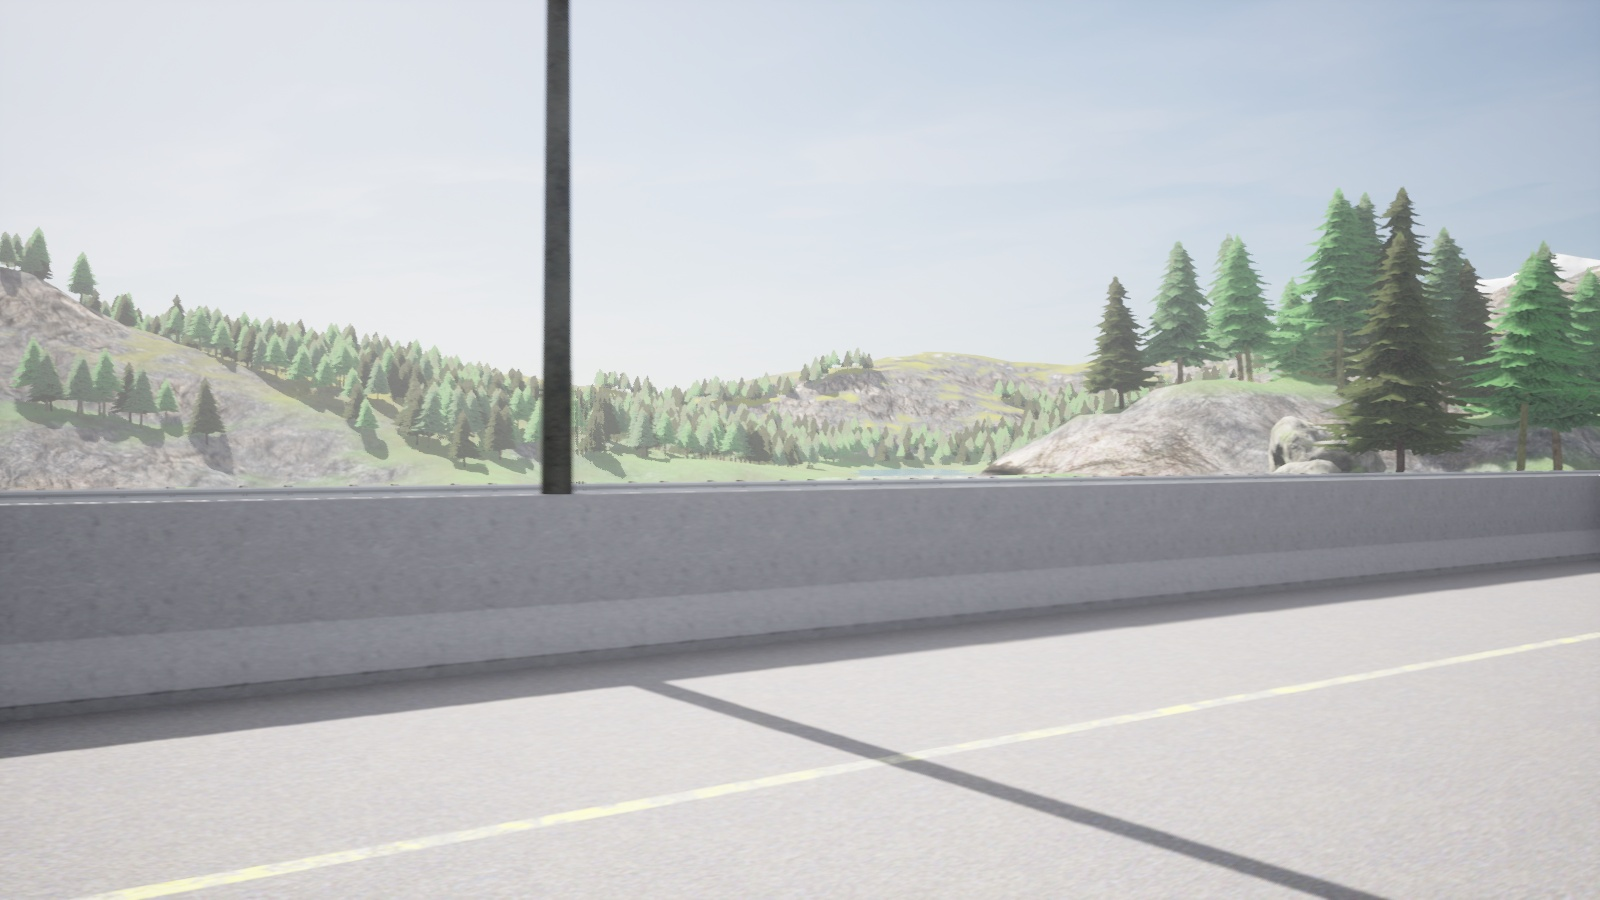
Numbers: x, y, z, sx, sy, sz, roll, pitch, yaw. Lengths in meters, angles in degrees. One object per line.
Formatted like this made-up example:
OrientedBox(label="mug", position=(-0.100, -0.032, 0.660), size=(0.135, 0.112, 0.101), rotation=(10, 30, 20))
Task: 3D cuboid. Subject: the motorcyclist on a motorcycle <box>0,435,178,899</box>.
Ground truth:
OrientedBox(label="motorcyclist on a motorcycle", position=(-2.236, 0.737, 2.104), size=(2.044, 1.523, 0.797), rotation=(0, 0, -35))
